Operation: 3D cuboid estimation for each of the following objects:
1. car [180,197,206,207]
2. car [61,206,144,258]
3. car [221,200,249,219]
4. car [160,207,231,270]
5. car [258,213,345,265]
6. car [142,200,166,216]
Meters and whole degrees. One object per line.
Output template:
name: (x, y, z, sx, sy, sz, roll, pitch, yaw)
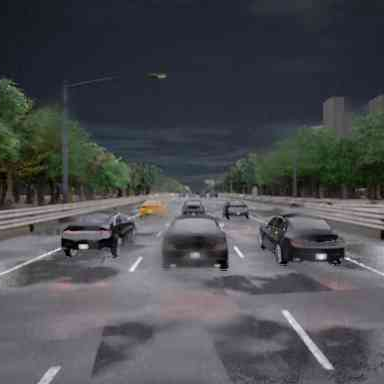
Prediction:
car: (0.105, 1.471, 28.416, 1.837, 1.490, 4.892, 0, 0, 0)
car: (-3.404, 1.499, 12.875, 2.128, 1.511, 4.902, 0, 0, 0)
car: (3.603, 1.459, 28.219, 2.128, 1.511, 4.902, 0, 0, 0)
car: (0.091, 1.486, 11.099, 1.882, 1.535, 5.008, 0, 0, 0)
car: (3.593, 1.516, 11.660, 1.837, 1.490, 4.892, 0, 1, 0)
car: (-3.395, 1.436, 29.842, 1.882, 1.535, 5.008, 0, 0, 0)
